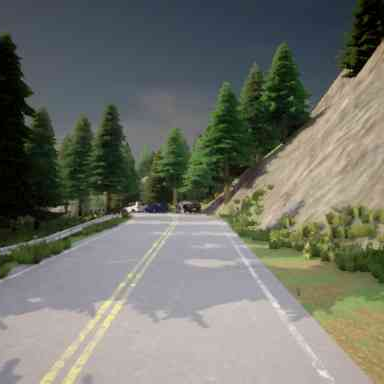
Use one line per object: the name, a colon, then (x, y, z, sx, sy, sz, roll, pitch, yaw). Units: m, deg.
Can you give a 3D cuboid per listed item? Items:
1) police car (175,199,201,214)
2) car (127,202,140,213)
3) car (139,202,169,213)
police car: (-0.516, 1.637, 36.742, 1.930, 1.638, 5.238, 2, -3, -17)
car: (-8.951, 2.710, 51.404, 2.150, 2.045, 5.566, 3, -8, -42)
car: (-5.032, 2.282, 46.288, 1.882, 1.535, 5.008, 1, -5, -33)
